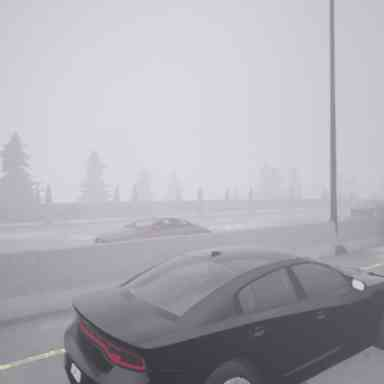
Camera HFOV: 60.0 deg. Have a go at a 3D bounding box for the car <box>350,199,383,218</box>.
[{"bbox_3d":[15.131,1.366,27.761,5.008,1.535,1.882,0,0,-36],"label":"car"}]

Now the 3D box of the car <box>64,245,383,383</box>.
[{"bbox_3d":[0.967,1.467,4.469,5.008,1.535,1.882,0,0,-35],"label":"car"}]

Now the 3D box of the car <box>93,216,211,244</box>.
[{"bbox_3d":[-1.288,1.553,11.683,4.181,1.385,1.994,0,0,-36],"label":"car"}]
